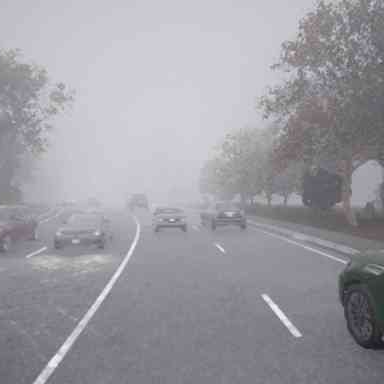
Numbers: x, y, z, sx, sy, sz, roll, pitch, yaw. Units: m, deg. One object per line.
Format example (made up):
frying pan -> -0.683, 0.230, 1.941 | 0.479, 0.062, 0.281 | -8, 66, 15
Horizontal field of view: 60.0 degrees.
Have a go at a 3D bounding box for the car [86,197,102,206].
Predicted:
car -> -15.684, 1.524, 53.212 | 1.837, 1.490, 4.892 | 0, 0, -26

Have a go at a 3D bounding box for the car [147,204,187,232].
car -> -1.466, 1.554, 20.291 | 2.033, 1.411, 5.357 | 0, 0, -9

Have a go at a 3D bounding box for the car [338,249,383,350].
car -> 3.498, 1.215, 3.085 | 2.150, 2.045, 5.566 | 0, 0, -1

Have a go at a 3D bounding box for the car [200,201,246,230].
car -> 1.854, 1.356, 21.204 | 2.097, 1.767, 4.553 | 0, 0, -9

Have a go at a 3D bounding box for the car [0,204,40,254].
car -> -7.909, 1.366, 13.458 | 2.097, 1.767, 4.553 | 0, 0, -6

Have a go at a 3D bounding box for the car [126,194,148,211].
car -> -7.005, 1.239, 42.095 | 2.150, 2.045, 5.566 | 0, 0, -19

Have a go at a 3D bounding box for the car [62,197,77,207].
car -> -19.638, 1.541, 53.322 | 1.812, 1.442, 4.674 | 0, 0, -27

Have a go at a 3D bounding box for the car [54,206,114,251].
car -> -4.482, 1.535, 14.426 | 1.812, 1.442, 4.674 | 0, 0, -6
